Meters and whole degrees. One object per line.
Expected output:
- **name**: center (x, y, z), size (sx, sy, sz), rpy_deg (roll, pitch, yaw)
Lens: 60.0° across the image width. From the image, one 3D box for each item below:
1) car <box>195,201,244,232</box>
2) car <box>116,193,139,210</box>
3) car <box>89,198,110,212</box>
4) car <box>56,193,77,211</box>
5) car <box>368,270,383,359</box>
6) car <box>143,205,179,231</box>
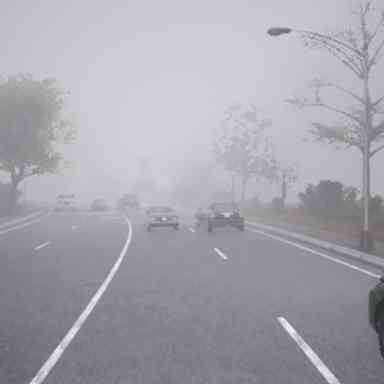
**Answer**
- **car**: center (1.552, 1.314, 20.182), size (2.097, 1.767, 4.553), rpy_deg (0, 0, -10)
- **car**: center (-8.099, 1.165, 41.812), size (2.150, 2.045, 5.566), rpy_deg (0, 0, -21)
- **car**: center (-10.597, 1.457, 37.927), size (1.837, 1.490, 4.892), rpy_deg (0, 0, -20)
- **car**: center (-15.196, 1.175, 40.257), size (2.150, 2.045, 5.566), rpy_deg (0, 0, -22)
- **car**: center (3.474, 1.207, 2.091), size (2.150, 2.045, 5.566), rpy_deg (0, 0, -1)
- **car**: center (-1.980, 1.516, 20.493), size (2.033, 1.411, 5.357), rpy_deg (0, 0, -11)
